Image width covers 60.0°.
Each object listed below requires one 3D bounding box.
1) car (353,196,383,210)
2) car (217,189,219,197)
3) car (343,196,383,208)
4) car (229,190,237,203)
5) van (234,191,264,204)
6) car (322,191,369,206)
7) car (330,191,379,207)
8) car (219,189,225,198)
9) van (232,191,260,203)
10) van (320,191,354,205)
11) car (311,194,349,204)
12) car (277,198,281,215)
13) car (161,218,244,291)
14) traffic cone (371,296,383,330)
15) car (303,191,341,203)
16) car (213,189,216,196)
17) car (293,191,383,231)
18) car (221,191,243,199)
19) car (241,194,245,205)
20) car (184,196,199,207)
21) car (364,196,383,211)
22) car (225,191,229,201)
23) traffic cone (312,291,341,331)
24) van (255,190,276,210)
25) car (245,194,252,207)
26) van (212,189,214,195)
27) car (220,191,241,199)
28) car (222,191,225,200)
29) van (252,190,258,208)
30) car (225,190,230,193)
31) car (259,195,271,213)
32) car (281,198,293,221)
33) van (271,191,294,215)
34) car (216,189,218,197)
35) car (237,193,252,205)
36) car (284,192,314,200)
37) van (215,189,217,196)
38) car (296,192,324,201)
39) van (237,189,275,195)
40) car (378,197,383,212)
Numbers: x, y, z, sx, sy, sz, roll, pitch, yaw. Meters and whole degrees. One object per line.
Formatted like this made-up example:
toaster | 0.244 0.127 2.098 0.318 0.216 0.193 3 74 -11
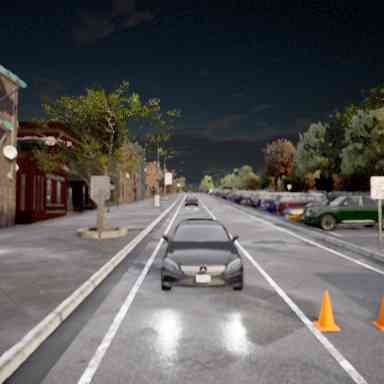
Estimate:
car | 22.085 1.276 39.698 4.792 1.488 2.163 0 1 -1
car | 8.727 0.592 69.739 5.566 2.045 2.435 0 1 -1
car | 22.118 1.246 42.481 4.792 1.488 2.163 0 1 -1
car | 8.910 0.865 50.118 5.566 2.045 2.435 0 1 -1
van | 9.028 0.852 52.923 4.442 1.987 1.878 0 1 -1
car | 22.066 0.899 48.029 5.566 2.045 2.435 0 1 -1
car | 22.035 0.933 45.252 5.566 2.045 2.435 0 1 -1
car | 8.753 0.631 66.936 5.566 2.045 2.435 0 1 -1
van | 9.002 0.813 55.726 4.442 1.987 1.878 0 1 -1
van | 22.128 0.886 50.806 4.442 1.987 1.878 0 1 -1
car | 22.172 1.071 53.584 5.366 1.575 1.946 0 1 -1
car | 9.175 1.385 24.886 4.674 1.452 2.002 0 0 -1
car | 0.220 1.480 9.053 1.812 1.442 4.674 0 0 0
traffic cone | 3.218 1.931 5.506 0.340 0.580 0.340 0 0 0
car | 21.989 0.784 56.355 5.566 2.045 2.435 0 1 -1
car | 8.619 0.648 83.757 5.008 1.535 2.097 0 1 -1
car | 9.197 1.128 19.277 5.566 2.045 2.435 0 0 -1
car | 8.698 0.679 72.543 4.553 1.767 2.185 0 1 -1
car | 9.013 1.260 41.711 4.674 1.452 2.002 0 1 -1
car | -0.052 1.227 43.858 2.033 1.411 5.357 0 1 0
car | 22.325 1.266 36.928 5.366 1.575 1.946 0 0 -1
car | 8.853 1.001 58.531 4.892 1.521 2.231 0 1 -1
traffic cone | 2.219 1.931 5.498 0.340 0.580 0.340 0 0 0
van | 8.978 1.067 33.296 4.442 1.987 1.878 0 0 -1
car | 9.071 1.278 38.903 4.792 1.488 2.163 0 0 -1
van | 8.430 0.306 92.161 4.442 1.987 1.878 0 1 -1
car | 8.671 0.640 75.346 4.553 1.767 2.185 0 1 -1
car | 8.805 0.962 64.137 4.674 1.452 2.002 0 1 -1
van | 9.185 1.045 36.099 4.442 1.987 1.878 0 0 -1
car | 8.865 0.835 61.332 4.553 1.767 2.185 0 1 -1
car | 9.115 1.311 30.492 5.008 1.535 2.097 0 0 -1
car | 9.013 1.359 22.081 5.366 1.575 1.946 0 0 -1
van | 9.263 1.102 27.688 4.442 1.987 1.878 0 0 -1
car | 8.708 0.601 78.150 4.553 1.767 2.185 0 1 -1
car | 8.996 1.189 44.514 4.892 1.521 2.231 0 1 -1
car | 21.671 0.877 67.458 5.366 1.575 1.946 0 1 -1
van | 8.534 0.462 80.950 4.442 1.987 1.878 0 1 -1
car | 21.939 0.832 61.909 4.553 1.767 2.185 0 1 -1
van | 9.080 0.930 47.319 4.442 1.987 1.878 0 1 -1
car | 22.161 1.290 34.149 5.008 1.535 2.097 0 0 -1
